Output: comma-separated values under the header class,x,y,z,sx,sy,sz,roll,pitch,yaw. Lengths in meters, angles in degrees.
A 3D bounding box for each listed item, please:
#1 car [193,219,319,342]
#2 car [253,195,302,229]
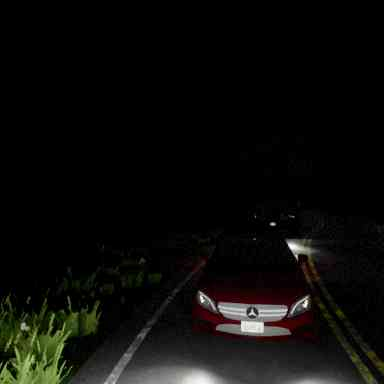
class,x,y,z,sx,sy,sz,roll,pitch,yaw
car,1.224,1.534,6.709,1.812,1.442,4.674,-1,0,11
car,4.984,1.214,18.885,2.150,2.045,5.566,-2,-1,22
